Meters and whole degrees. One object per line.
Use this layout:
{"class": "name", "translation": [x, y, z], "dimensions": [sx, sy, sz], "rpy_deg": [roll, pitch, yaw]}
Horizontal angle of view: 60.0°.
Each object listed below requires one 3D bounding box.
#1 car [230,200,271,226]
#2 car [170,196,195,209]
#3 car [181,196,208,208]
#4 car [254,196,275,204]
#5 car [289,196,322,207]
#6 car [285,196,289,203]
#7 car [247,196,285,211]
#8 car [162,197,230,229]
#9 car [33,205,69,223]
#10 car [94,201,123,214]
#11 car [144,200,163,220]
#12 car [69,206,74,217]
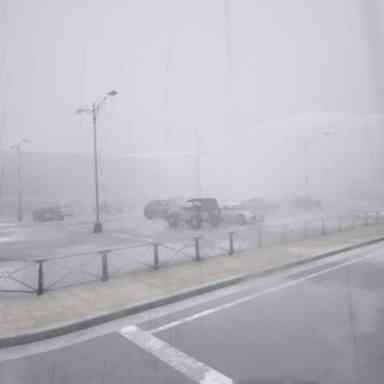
{"class": "car", "translation": [3.122, 1.522, 23.187], "dimensions": [1.970, 1.475, 3.806], "rpy_deg": [-2, -1, -41]}
{"class": "car", "translation": [-1.559, 1.715, 53.182], "dimensions": [1.905, 1.878, 3.866], "rpy_deg": [-2, -1, -41]}
{"class": "car", "translation": [0.385, 1.685, 55.381], "dimensions": [1.932, 1.855, 4.605], "rpy_deg": [-2, -1, -41]}
{"class": "car", "translation": [14.620, 1.546, 67.330], "dimensions": [1.845, 1.501, 3.633], "rpy_deg": [-2, -1, -41]}
{"class": "car", "translation": [15.161, 1.233, 43.606], "dimensions": [1.845, 1.501, 3.633], "rpy_deg": [-2, -1, -41]}
{"class": "car", "translation": [17.162, 1.384, 59.750], "dimensions": [1.970, 1.475, 3.806], "rpy_deg": [-2, -1, -41]}
{"class": "car", "translation": [7.532, 1.434, 37.156], "dimensions": [2.007, 1.523, 4.514], "rpy_deg": [-2, -1, -41]}
{"class": "car", "translation": [0.186, 1.331, 21.498], "dimensions": [1.905, 1.878, 3.866], "rpy_deg": [-2, -1, -41]}
{"class": "car", "translation": [-14.172, 2.206, 32.730], "dimensions": [2.007, 1.523, 4.514], "rpy_deg": [-2, -1, -41]}
{"class": "car", "translation": [-11.288, 2.075, 44.881], "dimensions": [2.152, 1.636, 5.027], "rpy_deg": [-2, -1, -41]}
{"class": "car", "translation": [-2.412, 1.531, 29.617], "dimensions": [1.932, 1.855, 4.605], "rpy_deg": [-2, -1, -41]}
{"class": "car", "translation": [-15.957, 2.285, 40.470], "dimensions": [1.970, 1.475, 3.806], "rpy_deg": [-2, -1, -41]}
